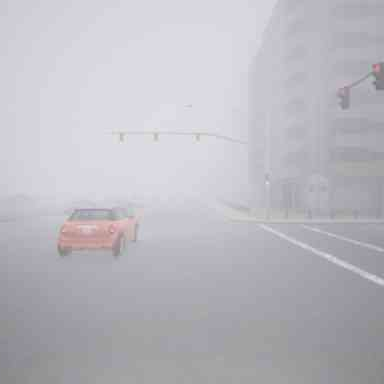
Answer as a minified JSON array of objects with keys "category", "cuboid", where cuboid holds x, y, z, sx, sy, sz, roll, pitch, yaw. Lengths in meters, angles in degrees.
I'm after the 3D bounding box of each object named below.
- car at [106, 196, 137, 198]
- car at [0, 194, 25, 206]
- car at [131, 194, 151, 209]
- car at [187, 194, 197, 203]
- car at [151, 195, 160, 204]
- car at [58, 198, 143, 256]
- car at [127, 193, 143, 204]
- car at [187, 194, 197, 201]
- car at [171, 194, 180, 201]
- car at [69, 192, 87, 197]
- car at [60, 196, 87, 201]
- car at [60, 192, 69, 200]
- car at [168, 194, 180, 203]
[{"category":"car","cuboid":[-7.084,1.431,33.208,1.812,1.442,4.674,0,0,2]},{"category":"car","cuboid":[-30.210,1.238,55.305,1.970,1.475,3.806,0,0,0]},{"category":"car","cuboid":[-7.084,1.228,43.550,2.097,1.767,4.553,0,0,0]},{"category":"car","cuboid":[0.000,1.421,62.638,1.895,1.301,4.718,0,0,0]},{"category":"car","cuboid":[-7.005,1.303,61.117,1.882,1.535,5.008,0,0,0]},{"category":"car","cuboid":[-3.401,1.285,12.930,2.097,1.767,4.553,0,0,0]},{"category":"car","cuboid":[-10.502,1.176,61.582,2.097,1.767,4.553,0,0,0]},{"category":"car","cuboid":[0.000,1.205,71.321,1.994,1.385,4.181,0,0,0]},{"category":"car","cuboid":[-3.500,1.177,71.321,1.812,1.442,4.674,0,0,0]},{"category":"car","cuboid":[-24.548,0.946,72.697,1.932,1.855,4.605,0,0,0]},{"category":"car","cuboid":[-10.588,1.435,31.893,1.812,1.442,4.674,0,0,0]},{"category":"car","cuboid":[-27.442,0.949,72.762,1.905,1.878,3.866,0,0,0]},{"category":"car","cuboid":[-3.500,1.385,62.609,1.994,1.385,4.181,0,0,0]}]
